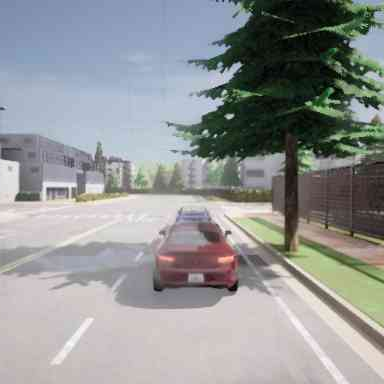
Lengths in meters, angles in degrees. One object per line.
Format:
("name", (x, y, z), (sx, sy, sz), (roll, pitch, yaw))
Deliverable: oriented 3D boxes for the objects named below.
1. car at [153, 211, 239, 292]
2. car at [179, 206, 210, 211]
("car", (0.089, 1.438, 8.570), (1.812, 1.442, 4.674), (0, 0, 0))
("car", (0.087, 1.412, 18.585), (1.895, 1.301, 4.718), (0, 1, 0))
